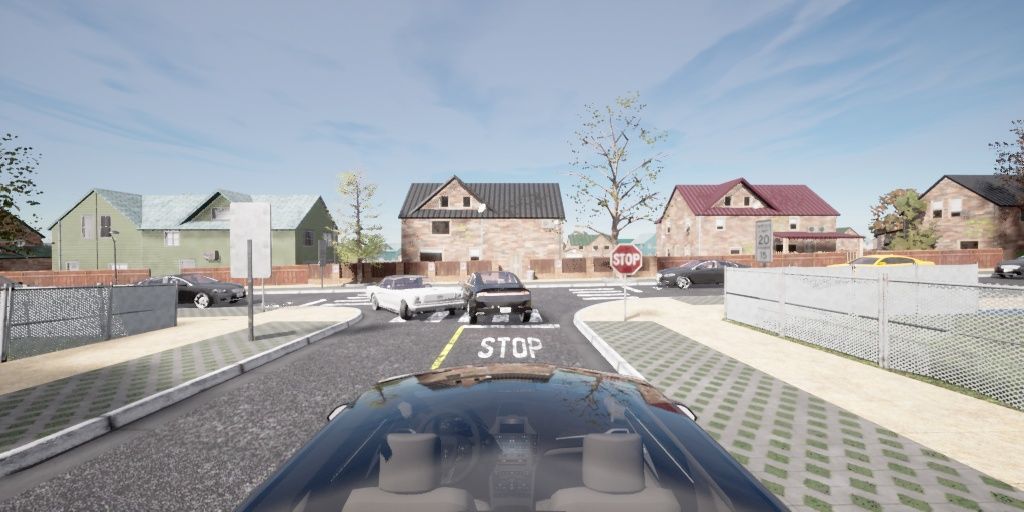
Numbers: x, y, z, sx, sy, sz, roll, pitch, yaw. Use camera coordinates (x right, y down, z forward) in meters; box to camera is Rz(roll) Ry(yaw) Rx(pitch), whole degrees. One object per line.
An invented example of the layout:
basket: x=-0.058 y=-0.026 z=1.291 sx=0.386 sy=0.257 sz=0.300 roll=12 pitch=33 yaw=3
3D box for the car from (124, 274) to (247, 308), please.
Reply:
car: x=-14.894 y=1.566 z=16.368 sx=4.902 sy=1.511 sz=2.128 roll=-1 pitch=1 yaw=0

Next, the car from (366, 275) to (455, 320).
car: x=-3.596 y=1.368 z=12.866 sx=1.895 sy=1.301 sz=4.718 roll=0 pitch=0 yaw=-38

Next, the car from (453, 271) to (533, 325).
car: x=-0.679 y=1.242 z=12.005 sx=2.128 sy=1.511 sz=4.902 roll=0 pitch=0 yaw=-12

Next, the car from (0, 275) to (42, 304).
car: x=-24.231 y=1.648 z=16.333 sx=4.553 sy=1.767 sz=2.097 roll=-1 pitch=1 yaw=0

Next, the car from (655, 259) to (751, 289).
car: x=10.341 y=0.926 z=19.407 sx=4.902 sy=1.511 sz=2.128 roll=-1 pitch=1 yaw=0

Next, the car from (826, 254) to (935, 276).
car: x=19.771 y=0.690 z=19.438 sx=5.008 sy=1.535 sz=1.882 roll=-1 pitch=1 yaw=0

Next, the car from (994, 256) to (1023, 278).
car: x=29.396 y=0.478 z=19.469 sx=4.902 sy=1.511 sz=2.128 roll=-1 pitch=1 yaw=0
